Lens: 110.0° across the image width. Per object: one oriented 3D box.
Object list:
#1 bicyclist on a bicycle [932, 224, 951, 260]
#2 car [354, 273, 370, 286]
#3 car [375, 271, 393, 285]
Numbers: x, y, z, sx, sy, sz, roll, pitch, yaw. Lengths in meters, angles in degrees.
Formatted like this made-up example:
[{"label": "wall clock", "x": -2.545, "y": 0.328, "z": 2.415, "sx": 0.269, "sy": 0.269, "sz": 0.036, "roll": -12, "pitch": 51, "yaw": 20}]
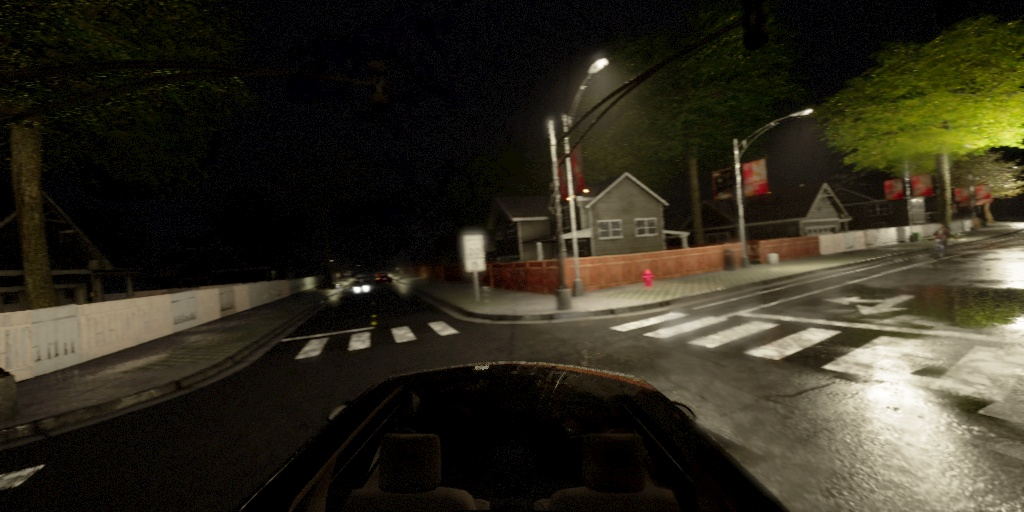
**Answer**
[{"label": "bicyclist on a bicycle", "x": 21.304, "y": -0.697, "z": 17.813, "sx": 1.843, "sy": 1.776, "sz": 0.659, "roll": -5, "pitch": 0, "yaw": -31}, {"label": "car", "x": -20.612, "y": 3.181, "z": 49.289, "sx": 2.128, "sy": 1.511, "sz": 4.902, "roll": -5, "pitch": 0, "yaw": -21}, {"label": "car", "x": -16.693, "y": 2.915, "z": 46.788, "sx": 1.994, "sy": 1.385, "sz": 4.181, "roll": -5, "pitch": 0, "yaw": -21}]
